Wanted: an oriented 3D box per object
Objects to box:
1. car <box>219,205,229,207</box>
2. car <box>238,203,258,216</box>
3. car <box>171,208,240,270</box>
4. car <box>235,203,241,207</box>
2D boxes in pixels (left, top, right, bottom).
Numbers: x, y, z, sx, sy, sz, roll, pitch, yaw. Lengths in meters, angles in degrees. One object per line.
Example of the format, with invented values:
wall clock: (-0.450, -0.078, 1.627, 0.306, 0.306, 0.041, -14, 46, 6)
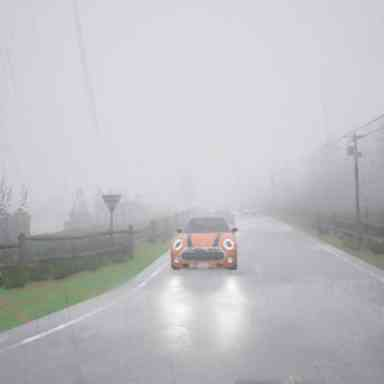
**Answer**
car: (4.632, 2.568, 48.017, 1.812, 1.442, 4.674, -1, -2, 4)
car: (7.659, 2.500, 44.733, 1.895, 1.301, 4.718, -1, -1, 5)
car: (0.590, 1.649, 12.120, 2.097, 1.767, 4.553, -1, -1, 7)
car: (8.193, 2.614, 54.301, 1.837, 1.490, 4.892, -1, -1, 2)
